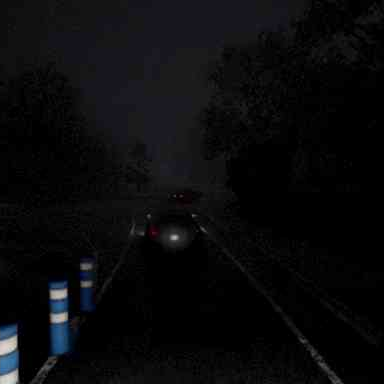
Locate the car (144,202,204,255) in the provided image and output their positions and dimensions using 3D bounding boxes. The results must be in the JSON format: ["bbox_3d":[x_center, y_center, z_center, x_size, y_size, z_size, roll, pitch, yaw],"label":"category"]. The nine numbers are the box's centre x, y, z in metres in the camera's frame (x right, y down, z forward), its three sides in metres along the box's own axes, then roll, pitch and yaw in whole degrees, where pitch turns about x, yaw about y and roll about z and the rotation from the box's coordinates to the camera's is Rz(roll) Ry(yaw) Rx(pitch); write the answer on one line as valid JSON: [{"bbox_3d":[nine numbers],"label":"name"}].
[{"bbox_3d":[-0.736,1.324,12.361,1.994,1.385,4.181,0,2,-6],"label":"car"}]

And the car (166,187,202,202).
[{"bbox_3d":[-0.656,0.268,31.479,2.033,1.411,5.357,1,4,20],"label":"car"}]
